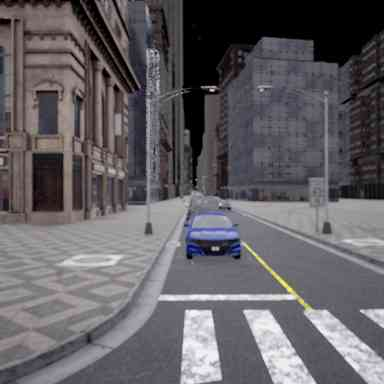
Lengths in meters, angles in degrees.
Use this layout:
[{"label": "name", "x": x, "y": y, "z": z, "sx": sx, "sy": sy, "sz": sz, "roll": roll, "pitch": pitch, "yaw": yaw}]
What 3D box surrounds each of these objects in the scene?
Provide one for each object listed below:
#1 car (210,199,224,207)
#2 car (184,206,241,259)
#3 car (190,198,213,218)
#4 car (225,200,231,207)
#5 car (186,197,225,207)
[{"label": "car", "x": 4.267, "y": 1.843, "z": 56.920, "sx": 1.994, "sy": 1.385, "sz": 4.181, "roll": 0, "pitch": 0, "yaw": 0}, {"label": "car", "x": 0.726, "y": 1.556, "z": 13.112, "sx": 1.882, "sy": 1.535, "sz": 5.008, "roll": 0, "pitch": 0, "yaw": 0}, {"label": "car", "x": 0.899, "y": 1.536, "z": 33.023, "sx": 2.097, "sy": 1.767, "sz": 4.553, "roll": 0, "pitch": 0, "yaw": 1}, {"label": "car", "x": 4.179, "y": 1.776, "z": 44.962, "sx": 2.033, "sy": 1.411, "sz": 5.357, "roll": 0, "pitch": 0, "yaw": 0}, {"label": "car", "x": 0.807, "y": 1.352, "z": 23.057, "sx": 2.150, "sy": 2.045, "sz": 5.566, "roll": 0, "pitch": 0, "yaw": 1}]
